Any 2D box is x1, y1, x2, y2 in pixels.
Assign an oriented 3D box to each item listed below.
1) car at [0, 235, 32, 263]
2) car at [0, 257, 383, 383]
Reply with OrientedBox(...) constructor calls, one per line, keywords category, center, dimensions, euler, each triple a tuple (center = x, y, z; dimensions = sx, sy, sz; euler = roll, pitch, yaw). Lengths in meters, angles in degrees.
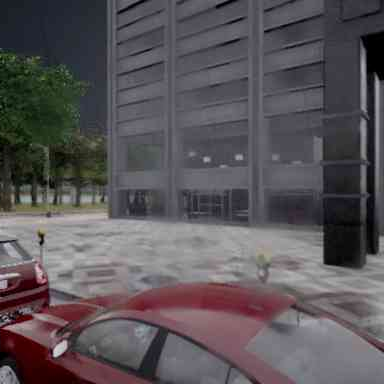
OrientedBox(category="car", center=(-4.521, 1.454, 6.188), dimensions=(4.097, 1.590, 1.967), euler=(0, 0, 36))
OrientedBox(category="car", center=(-0.095, 1.548, 3.030), dimensions=(4.507, 1.381, 1.887), euler=(0, 0, 36))
